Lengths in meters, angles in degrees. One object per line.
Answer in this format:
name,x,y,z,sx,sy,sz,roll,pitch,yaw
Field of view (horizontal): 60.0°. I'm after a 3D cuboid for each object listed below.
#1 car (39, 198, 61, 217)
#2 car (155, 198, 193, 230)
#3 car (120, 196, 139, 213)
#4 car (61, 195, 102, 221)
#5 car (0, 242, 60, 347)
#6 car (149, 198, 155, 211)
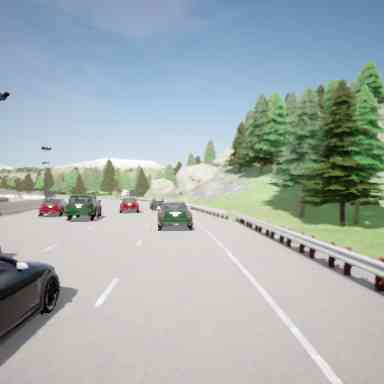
car,-13.241,1.377,32.378,2.097,1.767,4.553,0,0,-9
car,-1.176,1.355,21.447,2.097,1.767,4.553,0,0,-6
car,-7.108,1.366,37.888,2.097,1.767,4.553,0,0,-10
car,-9.000,1.239,28.029,2.150,2.045,5.566,0,0,-8
car,-3.573,1.571,4.937,1.994,1.385,4.181,0,0,-1
car,-4.331,1.500,41.907,2.128,1.511,4.902,0,0,-11
